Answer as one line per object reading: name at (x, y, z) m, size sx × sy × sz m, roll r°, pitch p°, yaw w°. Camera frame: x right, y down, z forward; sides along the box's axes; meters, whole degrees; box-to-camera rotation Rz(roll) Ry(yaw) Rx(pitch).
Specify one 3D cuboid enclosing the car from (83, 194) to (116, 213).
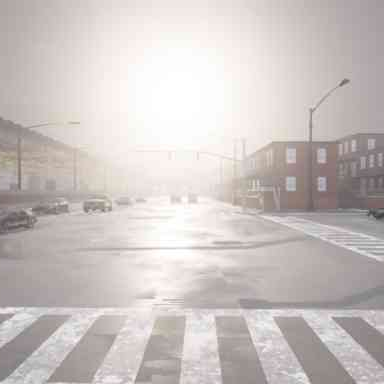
car at (-10.470, 1.223, 37.315) m, size 2.150 × 2.045 × 5.566 m, roll 0°, pitch 0°, yaw -1°

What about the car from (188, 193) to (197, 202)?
car at (0.072, 1.225, 80.290) m, size 2.150 × 2.045 × 5.566 m, roll 0°, pitch 0°, yaw 0°

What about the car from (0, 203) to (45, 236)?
car at (-10.584, 1.547, 18.633) m, size 2.033 × 1.411 × 5.357 m, roll 0°, pitch 0°, yaw 0°

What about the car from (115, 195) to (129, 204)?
car at (-13.956, 1.478, 66.552) m, size 1.882 × 1.535 × 5.008 m, roll 0°, pitch 0°, yaw 0°

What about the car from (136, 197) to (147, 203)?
car at (-10.439, 1.597, 68.019) m, size 1.895 × 1.301 × 4.718 m, roll 0°, pitch 0°, yaw 0°

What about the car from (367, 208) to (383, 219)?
car at (17.059, 1.547, 26.669) m, size 5.357 × 1.411 × 2.033 m, roll 0°, pitch 0°, yaw 0°

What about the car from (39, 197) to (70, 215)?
car at (-14.070, 1.351, 33.478) m, size 2.097 × 1.767 × 4.553 m, roll 0°, pitch 0°, yaw 0°

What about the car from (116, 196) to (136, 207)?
car at (-10.546, 1.503, 52.652) m, size 1.837 × 1.490 × 4.892 m, roll 0°, pitch 1°, yaw 0°

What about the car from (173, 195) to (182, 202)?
car at (-3.427, 1.478, 80.513) m, size 1.882 × 1.535 × 5.008 m, roll 0°, pitch 0°, yaw 0°

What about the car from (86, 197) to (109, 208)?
car at (-14.049, 1.492, 49.774) m, size 2.128 × 1.511 × 4.902 m, roll 0°, pitch 0°, yaw 0°

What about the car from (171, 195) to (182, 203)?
car at (-3.369, 1.353, 70.227) m, size 2.097 × 1.767 × 4.553 m, roll 0°, pitch 0°, yaw 0°

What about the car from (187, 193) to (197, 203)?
car at (0.162, 1.548, 69.657) m, size 2.033 × 1.411 × 5.357 m, roll 0°, pitch 0°, yaw 0°
